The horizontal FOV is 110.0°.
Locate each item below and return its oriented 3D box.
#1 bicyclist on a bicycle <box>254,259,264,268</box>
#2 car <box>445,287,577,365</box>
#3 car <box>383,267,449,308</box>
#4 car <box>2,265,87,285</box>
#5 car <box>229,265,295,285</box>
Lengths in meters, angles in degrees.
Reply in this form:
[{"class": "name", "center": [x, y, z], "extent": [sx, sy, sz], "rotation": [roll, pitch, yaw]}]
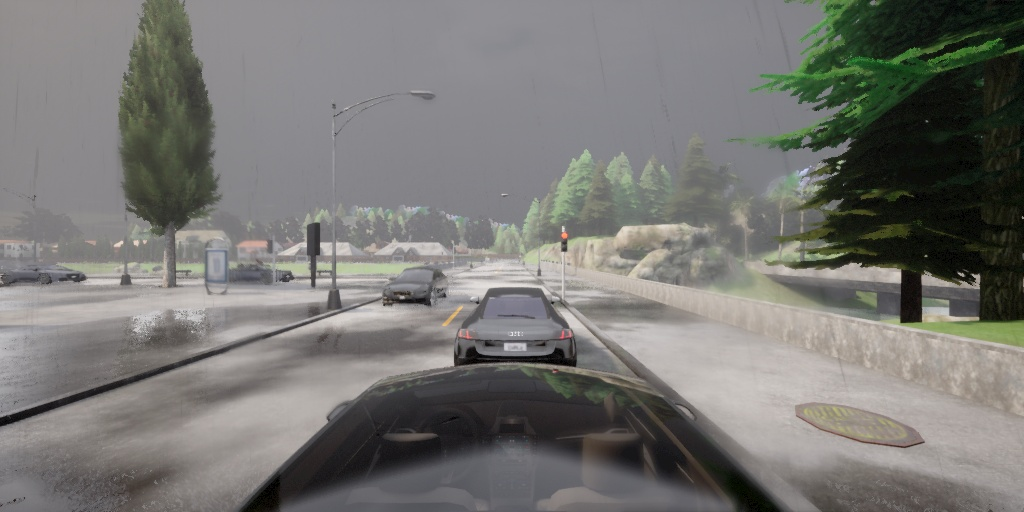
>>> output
[{"class": "bicyclist on a bicycle", "center": [-24.100, 1.099, 34.130], "extent": [0.582, 1.620, 1.656], "rotation": [0, 0, 0]}, {"class": "car", "center": [0.063, 1.314, 7.307], "extent": [1.994, 1.385, 4.181], "rotation": [0, 0, 0]}, {"class": "car", "center": [-3.936, 1.255, 15.379], "extent": [1.837, 1.490, 4.892], "rotation": [1, 0, 1]}, {"class": "car", "center": [-33.465, 1.314, 25.736], "extent": [4.181, 1.385, 1.994], "rotation": [0, 0, 0]}, {"class": "car", "center": [-18.069, 1.314, 25.733], "extent": [4.181, 1.385, 1.994], "rotation": [0, 0, 0]}]
